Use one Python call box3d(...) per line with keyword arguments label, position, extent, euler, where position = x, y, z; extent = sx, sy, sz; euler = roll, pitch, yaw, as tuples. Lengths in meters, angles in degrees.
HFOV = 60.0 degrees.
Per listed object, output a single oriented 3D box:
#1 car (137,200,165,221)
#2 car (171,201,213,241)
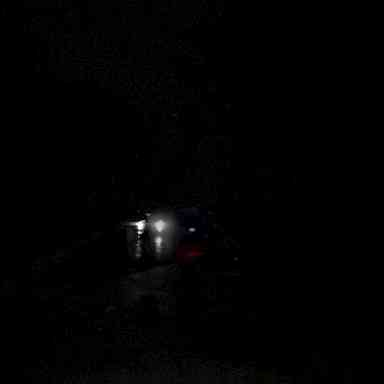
box3d(label="car", position=(-3.176, 1.453, 26.582), extent=(1.837, 1.490, 4.892), euler=(0, -1, 0))
box3d(label="car", position=(-0.009, 1.414, 16.399), extent=(1.882, 1.535, 5.008), euler=(0, 0, 0))
